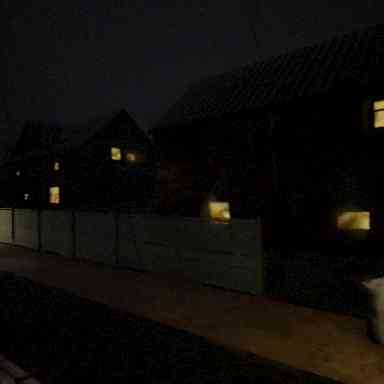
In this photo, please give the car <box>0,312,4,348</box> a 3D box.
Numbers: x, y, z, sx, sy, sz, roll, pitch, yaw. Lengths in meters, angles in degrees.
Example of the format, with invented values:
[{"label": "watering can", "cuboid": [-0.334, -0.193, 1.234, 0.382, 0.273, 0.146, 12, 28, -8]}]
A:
[{"label": "car", "cuboid": [-4.557, 1.374, 4.627, 4.553, 1.767, 2.097, -1, 2, 39]}]
